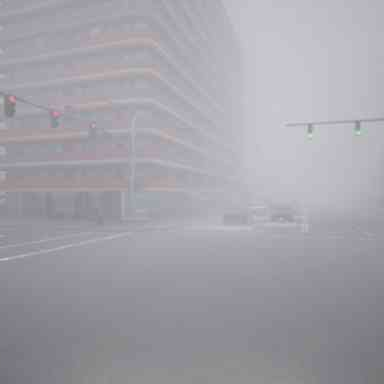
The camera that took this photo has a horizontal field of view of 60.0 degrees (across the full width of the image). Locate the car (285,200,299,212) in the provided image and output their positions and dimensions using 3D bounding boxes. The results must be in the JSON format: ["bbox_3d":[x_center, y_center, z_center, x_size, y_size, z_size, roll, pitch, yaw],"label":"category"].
[{"bbox_3d":[14.767,2.005,48.902,1.837,1.490,4.892,0,-1,19],"label":"car"}]

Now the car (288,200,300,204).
[{"bbox_3d":[11.274,1.925,38.784,1.812,1.442,4.674,0,-1,20],"label":"car"}]

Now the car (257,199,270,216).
[{"bbox_3d":[7.361,1.887,38.170,1.882,1.535,5.008,0,-1,19],"label":"car"}]

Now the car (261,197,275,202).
[{"bbox_3d":[11.067,1.740,48.950,2.150,2.045,5.566,0,-1,19],"label":"car"}]

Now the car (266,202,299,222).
[{"bbox_3d":[8.170,1.856,29.760,2.033,1.411,5.357,0,-1,19],"label":"car"}]

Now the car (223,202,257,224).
[{"bbox_3d":[3.997,1.789,28.394,1.882,1.535,5.008,0,-1,19],"label":"car"}]
